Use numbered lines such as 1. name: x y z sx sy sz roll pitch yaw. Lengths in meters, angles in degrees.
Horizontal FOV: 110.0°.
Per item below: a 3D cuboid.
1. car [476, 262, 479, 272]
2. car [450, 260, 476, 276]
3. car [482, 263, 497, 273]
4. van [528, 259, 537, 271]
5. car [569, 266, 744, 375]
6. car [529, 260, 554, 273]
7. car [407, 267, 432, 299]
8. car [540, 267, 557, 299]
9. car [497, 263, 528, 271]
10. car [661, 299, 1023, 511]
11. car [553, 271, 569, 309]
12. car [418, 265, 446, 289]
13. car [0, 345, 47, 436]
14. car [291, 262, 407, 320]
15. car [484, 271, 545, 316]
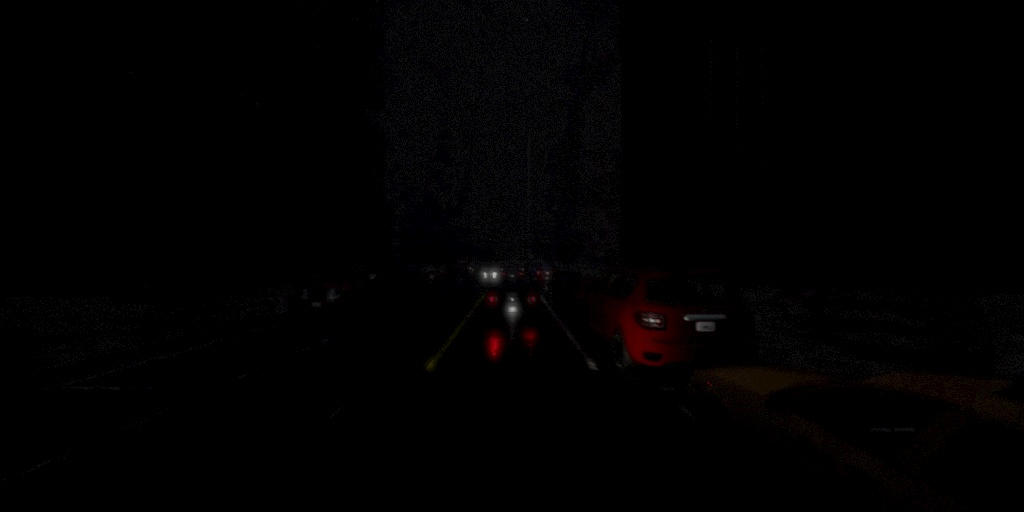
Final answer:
1. car: -5.764 1.577 46.526 1.751 1.417 4.829 0 0 0
2. car: -5.764 1.328 41.094 2.192 1.841 5.009 0 0 0
3. car: -3.051 1.644 50.742 1.994 1.385 4.181 0 -1 0
4. van: 2.761 1.317 35.495 1.690 1.789 3.998 0 0 0
5. car: 2.762 1.103 7.487 2.192 1.841 5.009 0 0 0
6. car: 2.762 1.379 29.893 1.967 1.591 4.097 0 0 0
7. car: -5.763 1.429 18.686 1.948 1.339 4.313 0 0 0
8. car: 2.762 1.429 18.690 1.948 1.339 4.313 0 0 0
9. car: 0.048 1.501 29.577 1.994 1.385 4.181 0 0 0
10. car: 2.763 1.277 2.054 1.751 1.417 4.829 0 0 0
11. car: 2.762 1.408 13.088 1.802 1.307 4.207 0 0 0
12. car: -5.764 1.340 24.288 1.967 1.591 4.097 0 0 0
13. car: -5.763 1.301 1.880 2.007 1.370 4.403 0 0 0
14. car: -5.763 1.140 13.085 2.192 1.841 5.009 0 0 0
15. car: 0.039 1.431 13.721 1.895 1.301 4.718 0 0 1
